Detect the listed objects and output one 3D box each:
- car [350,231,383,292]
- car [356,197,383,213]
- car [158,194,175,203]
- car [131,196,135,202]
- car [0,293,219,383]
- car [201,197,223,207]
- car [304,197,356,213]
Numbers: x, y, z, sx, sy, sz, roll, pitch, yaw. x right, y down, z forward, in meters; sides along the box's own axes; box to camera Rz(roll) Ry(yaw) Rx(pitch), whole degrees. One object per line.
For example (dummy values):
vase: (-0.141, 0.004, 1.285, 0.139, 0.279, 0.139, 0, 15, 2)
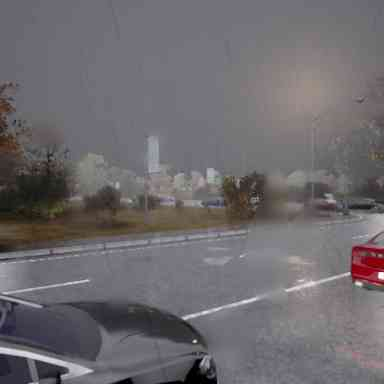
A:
car: (5.732, 1.460, 7.826, 5.008, 1.535, 1.882, 0, 0, -35)
car: (17.837, 1.297, 34.589, 2.128, 1.511, 4.902, -1, 0, -41)
car: (-5.064, 1.173, 62.955, 2.097, 1.767, 4.553, -1, 0, -38)
car: (-9.905, 1.359, 63.458, 1.837, 1.490, 4.892, -1, 0, -38)
car: (-1.986, 1.491, 2.314, 4.902, 1.511, 2.128, 0, 0, -35)
car: (3.508, 1.387, 46.553, 2.033, 1.411, 5.357, -1, 0, -39)
car: (13.530, 1.361, 33.606, 1.812, 1.442, 4.674, 0, 0, -33)
